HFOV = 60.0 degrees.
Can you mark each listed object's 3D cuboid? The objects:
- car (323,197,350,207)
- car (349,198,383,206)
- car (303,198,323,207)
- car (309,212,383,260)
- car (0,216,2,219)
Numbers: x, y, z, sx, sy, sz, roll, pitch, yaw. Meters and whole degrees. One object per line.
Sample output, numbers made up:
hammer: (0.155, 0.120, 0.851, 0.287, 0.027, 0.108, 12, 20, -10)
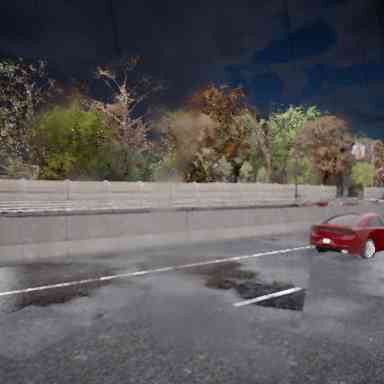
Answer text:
car: (19.946, 1.501, 43.990, 4.553, 1.767, 2.097, 0, 0, -35)
car: (21.957, 1.656, 41.130, 4.892, 1.490, 1.837, 1, 0, -35)
car: (17.641, 1.626, 46.645, 5.008, 1.535, 1.882, 1, 0, -35)
car: (6.590, 1.520, 12.746, 5.008, 1.535, 1.882, 0, 0, -36)
car: (-10.507, 1.489, 13.695, 4.902, 1.511, 2.128, 0, 0, -36)
